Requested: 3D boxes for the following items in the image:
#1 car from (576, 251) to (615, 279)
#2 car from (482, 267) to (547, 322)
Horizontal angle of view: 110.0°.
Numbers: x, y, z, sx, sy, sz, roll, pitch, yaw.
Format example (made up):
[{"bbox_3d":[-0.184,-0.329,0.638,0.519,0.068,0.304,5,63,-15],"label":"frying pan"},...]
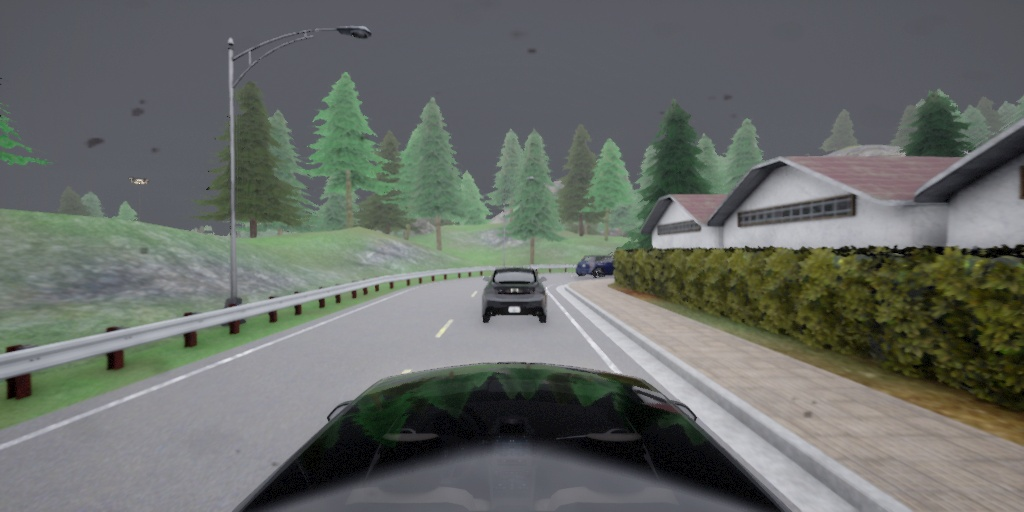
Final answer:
[{"bbox_3d":[7.082,0.693,26.708,4.553,1.767,2.097,-1,1,-26],"label":"car"},{"bbox_3d":[0.089,1.098,11.619,1.837,1.490,4.892,0,1,1],"label":"car"}]
